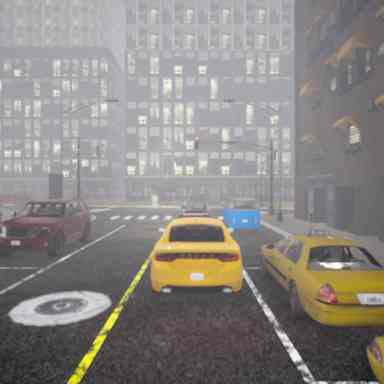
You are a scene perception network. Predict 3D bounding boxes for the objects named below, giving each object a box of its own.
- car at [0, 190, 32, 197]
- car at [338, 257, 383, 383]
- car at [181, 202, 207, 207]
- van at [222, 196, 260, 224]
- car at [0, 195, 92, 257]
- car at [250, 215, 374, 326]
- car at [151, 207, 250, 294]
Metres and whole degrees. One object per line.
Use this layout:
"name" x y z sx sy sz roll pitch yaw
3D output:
"car" -20.814 0.715 38.128 5.009 1.841 2.192 1 0 0
"car" 2.570 1.510 1.370 1.752 1.417 4.829 0 1 0
"car" 0.133 1.297 19.092 2.128 1.511 4.902 0 1 0
"van" 2.597 1.156 18.118 1.690 1.788 3.998 0 1 0
"car" -5.292 1.187 12.491 2.192 1.841 5.009 0 1 0
"car" 2.579 1.452 7.010 1.752 1.417 4.829 0 1 0
"car" 0.112 1.388 8.621 1.882 1.535 5.008 0 1 0
